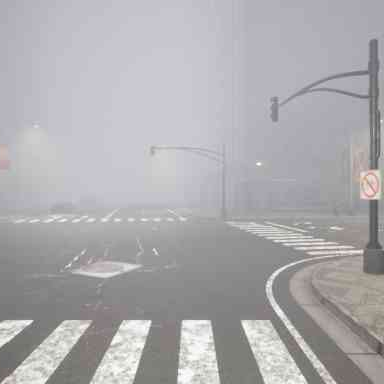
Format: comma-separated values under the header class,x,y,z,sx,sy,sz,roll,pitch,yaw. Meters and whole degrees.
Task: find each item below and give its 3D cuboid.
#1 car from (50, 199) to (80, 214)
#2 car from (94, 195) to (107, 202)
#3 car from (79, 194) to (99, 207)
class,x,y,z,sx,sy,sz,roll,pitch,yaw
car,-13.411,1.581,34.919,1.994,1.385,4.181,0,0,-9
car,-18.630,1.333,67.876,1.994,1.385,4.181,0,0,-9
car,-16.132,1.258,51.811,2.150,2.045,5.566,0,0,-9
